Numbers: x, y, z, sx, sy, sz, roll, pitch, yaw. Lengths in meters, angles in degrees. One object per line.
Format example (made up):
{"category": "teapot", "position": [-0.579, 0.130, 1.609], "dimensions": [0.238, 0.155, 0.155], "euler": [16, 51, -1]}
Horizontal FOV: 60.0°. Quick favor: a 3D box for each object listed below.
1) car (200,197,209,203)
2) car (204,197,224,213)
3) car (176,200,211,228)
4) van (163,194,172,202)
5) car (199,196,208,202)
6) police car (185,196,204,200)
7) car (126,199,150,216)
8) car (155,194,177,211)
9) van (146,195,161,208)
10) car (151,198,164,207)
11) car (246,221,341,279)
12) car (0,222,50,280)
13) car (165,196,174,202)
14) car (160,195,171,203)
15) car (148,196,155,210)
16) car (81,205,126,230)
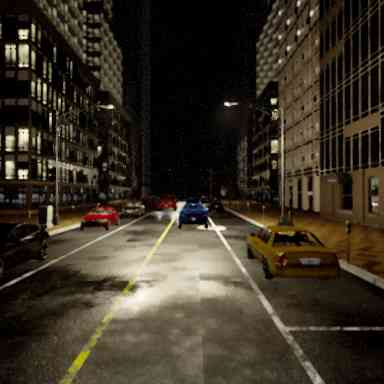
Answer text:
{"category": "car", "position": [2.674, 1.688, 72.321], "dimensions": [1.802, 1.307, 4.206], "euler": [0, 0, 0]}
{"category": "car", "position": [2.684, 1.630, 38.170], "dimensions": [1.947, 1.339, 4.313], "euler": [0, 0, 0]}
{"category": "car", "position": [0.094, 1.519, 22.783], "dimensions": [1.882, 1.535, 5.008], "euler": [0, 0, 0]}
{"category": "van", "position": [-5.706, 1.453, 78.026], "dimensions": [1.690, 1.788, 3.998], "euler": [0, 0, 0]}
{"category": "car", "position": [2.673, 1.637, 78.183], "dimensions": [1.752, 1.417, 4.829], "euler": [0, 0, 0]}
{"category": "police car", "position": [0.092, 1.494, 41.285], "dimensions": [1.930, 1.638, 5.238], "euler": [0, 0, 0]}
{"category": "car", "position": [-5.695, 1.607, 32.488], "dimensions": [2.008, 1.369, 4.403], "euler": [0, 0, 0]}
{"category": "car", "position": [-3.017, 1.293, 42.075], "dimensions": [2.150, 2.045, 5.566], "euler": [0, 0, 0]}
{"category": "van", "position": [-5.699, 1.421, 49.565], "dimensions": [1.690, 1.788, 3.998], "euler": [0, 0, 0]}
{"category": "car", "position": [-5.701, 1.669, 55.257], "dimensions": [1.802, 1.307, 4.206], "euler": [0, 0, 0]}
{"category": "car", "position": [2.692, 1.545, 9.879], "dimensions": [1.752, 1.417, 4.829], "euler": [0, 0, 0]}
{"category": "car", "position": [-5.689, 1.585, 9.719], "dimensions": [1.947, 1.339, 4.313], "euler": [0, 0, 0]}
{"category": "car", "position": [-5.709, 1.683, 83.718], "dimensions": [1.947, 1.339, 4.313], "euler": [0, 0, 0]}
{"category": "car", "position": [-5.705, 1.546, 72.333], "dimensions": [1.967, 1.590, 4.097], "euler": [0, 0, 0]}
{"category": "car", "position": [-5.698, 1.617, 43.872], "dimensions": [1.887, 1.381, 4.507], "euler": [0, 0, 0]}
{"category": "car", "position": [-5.692, 1.620, 21.102], "dimensions": [1.802, 1.307, 4.206], "euler": [0, 0, 0]}
